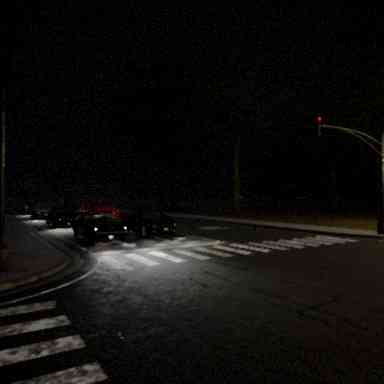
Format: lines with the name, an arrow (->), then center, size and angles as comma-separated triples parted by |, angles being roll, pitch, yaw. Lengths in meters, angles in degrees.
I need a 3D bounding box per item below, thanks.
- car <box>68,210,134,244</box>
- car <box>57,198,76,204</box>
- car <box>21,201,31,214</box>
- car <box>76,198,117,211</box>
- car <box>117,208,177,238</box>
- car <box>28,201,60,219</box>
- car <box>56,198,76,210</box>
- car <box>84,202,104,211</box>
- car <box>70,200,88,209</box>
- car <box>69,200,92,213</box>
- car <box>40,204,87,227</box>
car -> -4.991, 1.851, 17.730 | 1.895, 1.301, 4.718 | 1, -1, -32
car -> -13.741, 1.729, 37.850 | 2.150, 2.045, 5.566 | 1, -1, -32
car -> -20.571, 1.908, 42.700 | 2.097, 1.767, 4.553 | 1, -1, -31
car -> -8.058, 1.617, 28.766 | 2.150, 2.045, 5.566 | 1, -1, -32
car -> -2.669, 1.773, 20.154 | 1.882, 1.535, 5.008 | 1, -1, -31
car -> -15.189, 1.970, 34.033 | 1.812, 1.442, 4.674 | 1, -1, -32
car -> -21.448, 1.992, 56.442 | 2.150, 2.045, 5.566 | 1, -1, -32
car -> -15.972, 2.351, 54.000 | 1.895, 1.301, 4.718 | 1, -1, -32
car -> -21.210, 2.358, 62.377 | 2.128, 1.511, 4.902 | 1, -1, -32
car -> -16.188, 2.009, 48.142 | 2.097, 1.767, 4.553 | 1, -1, -31
car -> -10.107, 1.893, 25.910 | 2.033, 1.411, 5.357 | 1, -1, -32
